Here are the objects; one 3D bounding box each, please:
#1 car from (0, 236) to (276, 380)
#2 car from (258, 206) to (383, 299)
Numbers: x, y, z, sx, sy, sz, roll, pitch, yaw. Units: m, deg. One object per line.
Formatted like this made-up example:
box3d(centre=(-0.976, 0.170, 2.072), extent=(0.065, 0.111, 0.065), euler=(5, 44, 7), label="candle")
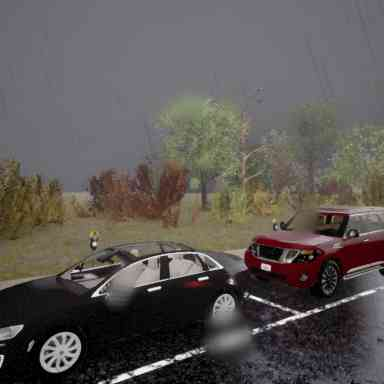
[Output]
box3d(centre=(-0.952, 1.551, 5.406), extent=(4.403, 1.369, 2.008), euler=(0, 1, -35), label="car")
box3d(centre=(3.657, 1.317, 8.679), extent=(5.009, 1.841, 2.192), euler=(0, 1, -35), label="car")
